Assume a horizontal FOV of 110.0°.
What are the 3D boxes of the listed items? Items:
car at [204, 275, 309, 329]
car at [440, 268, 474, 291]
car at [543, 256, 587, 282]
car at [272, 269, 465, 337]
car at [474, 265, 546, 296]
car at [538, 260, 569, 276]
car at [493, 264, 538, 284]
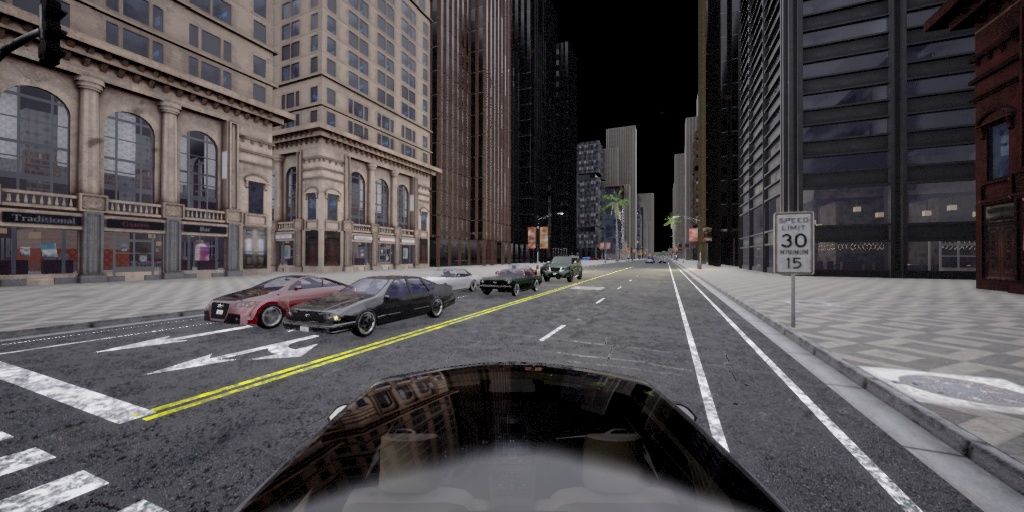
[{"bbox_3d":[-7.007,1.316,11.394,1.994,1.385,4.181,0,0,24],"label":"car"},{"bbox_3d":[-3.541,1.357,19.441,1.895,1.301,4.718,0,0,23],"label":"car"},{"bbox_3d":[4.286,0.987,29.366,2.150,2.045,5.566,0,0,23],"label":"car"},{"bbox_3d":[-3.753,1.299,10.742,2.033,1.411,5.357,0,0,23],"label":"car"},{"bbox_3d":[0.045,1.358,19.546,1.895,1.301,4.718,0,0,24],"label":"car"},{"bbox_3d":[4.484,1.252,37.943,1.882,1.535,5.008,0,0,24],"label":"car"},{"bbox_3d":[0.406,1.365,28.587,1.895,1.301,4.718,0,0,24],"label":"car"}]
